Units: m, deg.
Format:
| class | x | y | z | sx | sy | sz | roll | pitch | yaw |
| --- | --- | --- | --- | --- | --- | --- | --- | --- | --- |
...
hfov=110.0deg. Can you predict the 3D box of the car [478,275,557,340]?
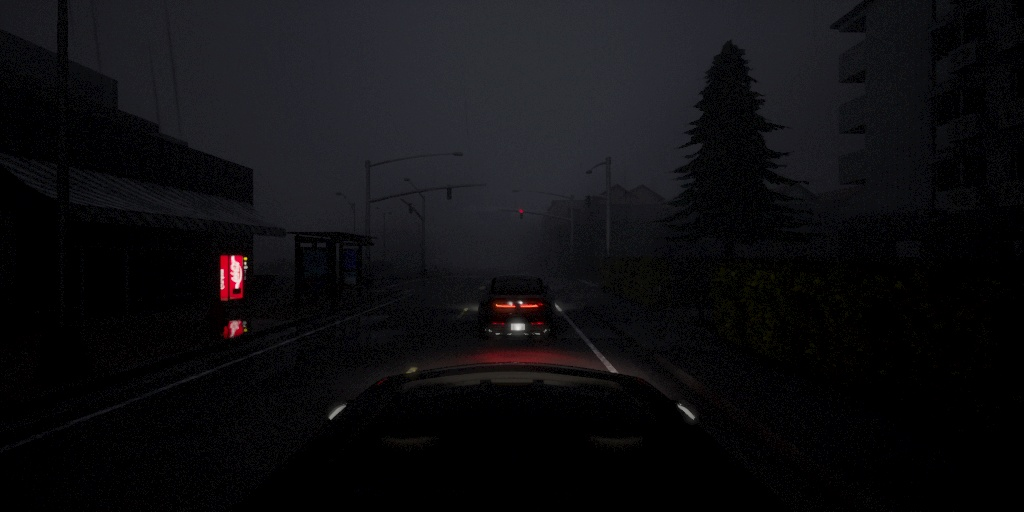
| class | x | y | z | sx | sy | sz | roll | pitch | yaw |
| --- | --- | --- | --- | --- | --- | --- | --- | --- | --- |
| car | 0.119 | 1.255 | 10.016 | 1.837 | 1.490 | 4.892 | 0 | 0 | 0 |
